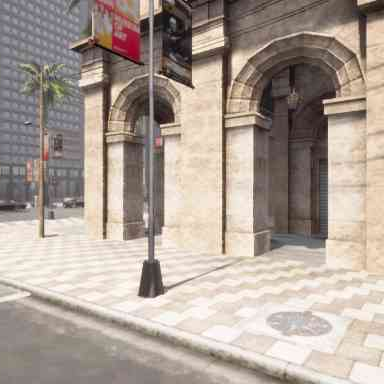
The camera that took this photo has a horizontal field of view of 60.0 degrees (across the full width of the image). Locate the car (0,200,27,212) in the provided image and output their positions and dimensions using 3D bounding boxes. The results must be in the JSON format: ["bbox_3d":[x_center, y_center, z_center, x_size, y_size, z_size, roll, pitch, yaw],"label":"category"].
[{"bbox_3d":[-21.169,1.601,37.052,1.895,1.301,4.718,0,0,36],"label":"car"}]

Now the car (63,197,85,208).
[{"bbox_3d":[-16.562,1.513,48.769,2.161,1.482,4.786,0,0,35],"label":"car"}]
